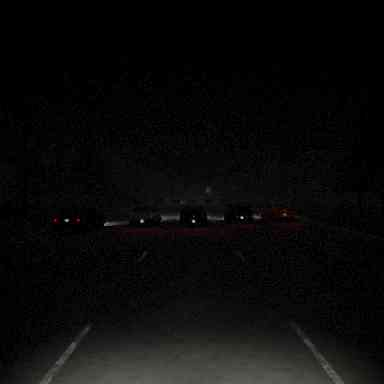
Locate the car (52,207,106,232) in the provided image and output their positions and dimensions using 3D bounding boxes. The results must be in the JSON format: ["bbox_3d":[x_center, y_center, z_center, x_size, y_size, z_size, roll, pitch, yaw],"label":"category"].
[{"bbox_3d":[-6.895,1.626,20.833,2.033,1.411,5.357,0,0,0],"label":"car"}]

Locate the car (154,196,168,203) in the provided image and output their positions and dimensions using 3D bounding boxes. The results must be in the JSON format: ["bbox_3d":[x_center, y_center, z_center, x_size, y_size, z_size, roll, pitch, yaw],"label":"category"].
[{"bbox_3d":[-6.984,1.617,71.545,2.097,1.767,4.553,0,0,0],"label":"car"}]

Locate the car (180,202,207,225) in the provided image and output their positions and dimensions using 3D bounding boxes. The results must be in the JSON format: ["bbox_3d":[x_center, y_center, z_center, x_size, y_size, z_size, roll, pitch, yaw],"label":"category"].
[{"bbox_3d":[0.106,1.694,24.856,1.895,1.301,4.718,0,0,0],"label":"car"}]

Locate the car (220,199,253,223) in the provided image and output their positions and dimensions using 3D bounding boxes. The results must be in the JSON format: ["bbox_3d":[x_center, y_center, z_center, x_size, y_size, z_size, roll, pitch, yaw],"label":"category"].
[{"bbox_3d":[3.605,1.604,26.412,1.837,1.490,4.892,0,0,0],"label":"car"}]

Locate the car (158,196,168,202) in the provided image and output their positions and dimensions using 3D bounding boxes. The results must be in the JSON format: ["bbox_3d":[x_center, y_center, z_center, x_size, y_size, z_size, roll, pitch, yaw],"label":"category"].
[{"bbox_3d":[-6.982,1.683,79.945,1.994,1.385,4.181,0,0,0],"label":"car"}]

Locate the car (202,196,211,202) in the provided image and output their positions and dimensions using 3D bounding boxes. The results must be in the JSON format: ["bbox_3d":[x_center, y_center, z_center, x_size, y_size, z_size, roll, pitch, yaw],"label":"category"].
[{"bbox_3d":[3.518,1.630,79.943,1.837,1.490,4.892,0,0,0],"label":"car"}]

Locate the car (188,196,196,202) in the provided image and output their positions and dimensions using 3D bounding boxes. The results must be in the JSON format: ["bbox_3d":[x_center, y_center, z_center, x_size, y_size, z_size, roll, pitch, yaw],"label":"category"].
[{"bbox_3d":[0.016,1.784,71.190,1.812,1.442,4.674,0,0,0],"label":"car"}]

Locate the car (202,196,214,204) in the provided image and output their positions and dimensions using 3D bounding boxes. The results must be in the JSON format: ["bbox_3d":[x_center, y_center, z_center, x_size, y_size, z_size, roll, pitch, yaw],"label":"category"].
[{"bbox_3d":[3.516,1.853,70.802,1.895,1.301,4.718,0,0,0],"label":"car"}]

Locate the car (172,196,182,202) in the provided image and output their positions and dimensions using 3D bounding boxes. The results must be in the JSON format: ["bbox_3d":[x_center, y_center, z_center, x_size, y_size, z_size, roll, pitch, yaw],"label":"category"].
[{"bbox_3d":[-3.482,1.656,79.944,2.128,1.511,4.902,0,0,0],"label":"car"}]

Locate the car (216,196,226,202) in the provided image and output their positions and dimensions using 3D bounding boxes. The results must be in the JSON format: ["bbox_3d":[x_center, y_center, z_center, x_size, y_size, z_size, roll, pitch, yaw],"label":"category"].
[{"bbox_3d":[7.018,1.682,79.942,1.994,1.385,4.181,0,0,0],"label":"car"}]

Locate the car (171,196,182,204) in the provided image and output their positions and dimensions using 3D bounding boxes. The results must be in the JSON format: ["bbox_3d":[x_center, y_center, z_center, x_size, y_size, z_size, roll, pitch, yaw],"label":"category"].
[{"bbox_3d":[-3.484,1.853,70.803,1.895,1.301,4.718,0,0,0],"label":"car"}]

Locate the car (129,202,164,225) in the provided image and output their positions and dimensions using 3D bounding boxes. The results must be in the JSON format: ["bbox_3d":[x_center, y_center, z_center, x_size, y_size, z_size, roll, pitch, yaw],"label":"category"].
[{"bbox_3d":[-3.395,1.694,24.857,1.895,1.301,4.718,0,0,0],"label":"car"}]

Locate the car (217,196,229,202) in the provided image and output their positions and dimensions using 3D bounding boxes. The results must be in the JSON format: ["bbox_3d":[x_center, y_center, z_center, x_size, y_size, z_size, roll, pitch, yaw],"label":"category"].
[{"bbox_3d":[7.016,1.797,70.771,2.033,1.411,5.357,0,0,0],"label":"car"}]

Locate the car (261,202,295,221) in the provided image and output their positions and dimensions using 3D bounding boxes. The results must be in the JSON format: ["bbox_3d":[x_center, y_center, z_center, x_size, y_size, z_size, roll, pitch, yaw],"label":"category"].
[{"bbox_3d":[7.108,1.582,27.978,1.882,1.535,5.008,0,0,0],"label":"car"}]

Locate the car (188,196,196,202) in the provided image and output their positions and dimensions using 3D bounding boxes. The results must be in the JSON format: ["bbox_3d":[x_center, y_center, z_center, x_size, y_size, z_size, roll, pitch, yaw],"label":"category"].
[{"bbox_3d":[0.018,1.725,79.973,1.895,1.301,4.718,0,0,0],"label":"car"}]
